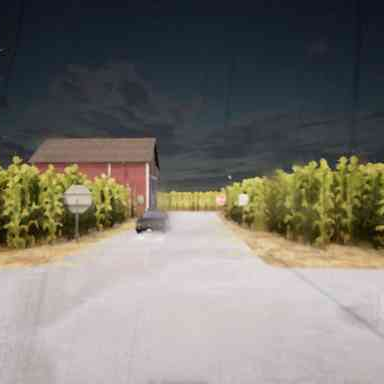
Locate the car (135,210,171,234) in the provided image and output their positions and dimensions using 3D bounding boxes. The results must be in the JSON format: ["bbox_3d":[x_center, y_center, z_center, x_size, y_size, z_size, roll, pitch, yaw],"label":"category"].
[{"bbox_3d":[-2.451,1.928,22.205,2.033,1.411,5.357,0,-2,2],"label":"car"}]
